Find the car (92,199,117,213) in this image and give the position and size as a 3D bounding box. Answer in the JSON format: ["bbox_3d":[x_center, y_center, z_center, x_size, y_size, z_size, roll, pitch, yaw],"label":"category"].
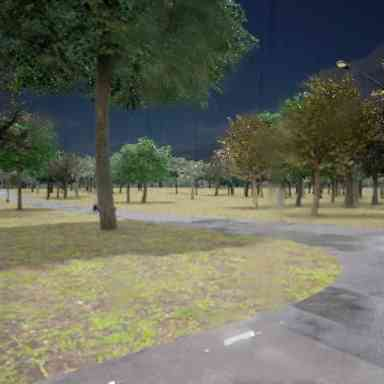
[{"bbox_3d":[-13.197,2.118,49.765,2.150,2.045,5.566,0,-1,-35],"label":"car"}]
